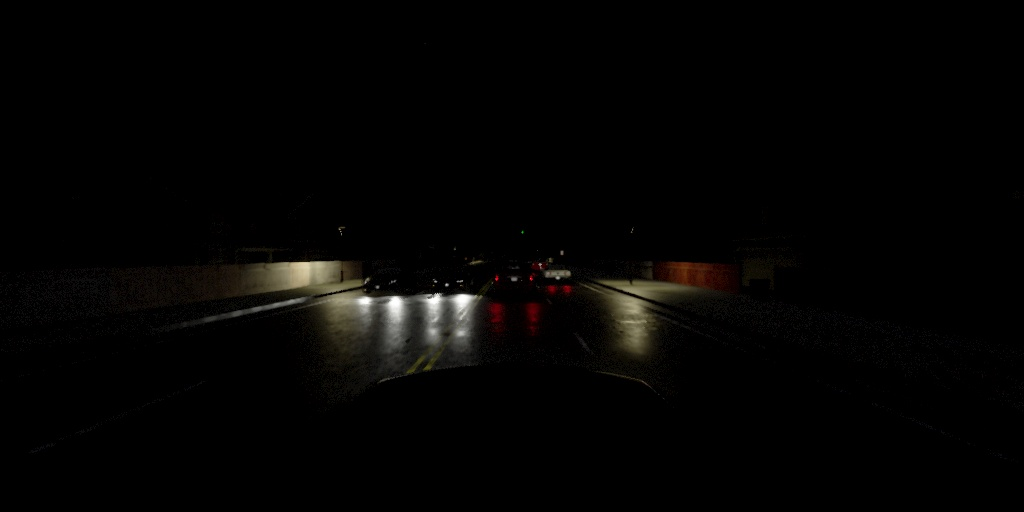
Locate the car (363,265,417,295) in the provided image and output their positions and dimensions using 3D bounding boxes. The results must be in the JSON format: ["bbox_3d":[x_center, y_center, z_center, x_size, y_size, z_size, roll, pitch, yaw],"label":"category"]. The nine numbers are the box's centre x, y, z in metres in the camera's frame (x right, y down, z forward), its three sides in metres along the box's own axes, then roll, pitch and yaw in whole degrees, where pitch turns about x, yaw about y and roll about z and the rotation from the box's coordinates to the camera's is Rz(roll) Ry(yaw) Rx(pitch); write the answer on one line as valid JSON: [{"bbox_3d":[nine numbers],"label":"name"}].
[{"bbox_3d":[-6.595,1.257,19.915,1.812,1.442,4.674,0,0,0],"label":"car"}]

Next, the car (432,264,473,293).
[{"bbox_3d":[-3.345,1.236,20.854,1.837,1.490,4.892,0,0,0],"label":"car"}]

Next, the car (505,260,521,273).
[{"bbox_3d":[0.095,1.234,43.481,1.812,1.442,4.674,0,0,0],"label":"car"}]

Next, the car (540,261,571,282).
[{"bbox_3d":[3.346,1.326,28.353,1.895,1.301,4.718,0,0,0],"label":"car"}]

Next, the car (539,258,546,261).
[{"bbox_3d":[3.320,1.061,44.134,2.097,1.767,4.553,0,0,0],"label":"car"}]

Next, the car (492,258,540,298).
[{"bbox_3d":[0.098,1.087,18.610,2.097,1.767,4.553,0,0,0],"label":"car"}]
